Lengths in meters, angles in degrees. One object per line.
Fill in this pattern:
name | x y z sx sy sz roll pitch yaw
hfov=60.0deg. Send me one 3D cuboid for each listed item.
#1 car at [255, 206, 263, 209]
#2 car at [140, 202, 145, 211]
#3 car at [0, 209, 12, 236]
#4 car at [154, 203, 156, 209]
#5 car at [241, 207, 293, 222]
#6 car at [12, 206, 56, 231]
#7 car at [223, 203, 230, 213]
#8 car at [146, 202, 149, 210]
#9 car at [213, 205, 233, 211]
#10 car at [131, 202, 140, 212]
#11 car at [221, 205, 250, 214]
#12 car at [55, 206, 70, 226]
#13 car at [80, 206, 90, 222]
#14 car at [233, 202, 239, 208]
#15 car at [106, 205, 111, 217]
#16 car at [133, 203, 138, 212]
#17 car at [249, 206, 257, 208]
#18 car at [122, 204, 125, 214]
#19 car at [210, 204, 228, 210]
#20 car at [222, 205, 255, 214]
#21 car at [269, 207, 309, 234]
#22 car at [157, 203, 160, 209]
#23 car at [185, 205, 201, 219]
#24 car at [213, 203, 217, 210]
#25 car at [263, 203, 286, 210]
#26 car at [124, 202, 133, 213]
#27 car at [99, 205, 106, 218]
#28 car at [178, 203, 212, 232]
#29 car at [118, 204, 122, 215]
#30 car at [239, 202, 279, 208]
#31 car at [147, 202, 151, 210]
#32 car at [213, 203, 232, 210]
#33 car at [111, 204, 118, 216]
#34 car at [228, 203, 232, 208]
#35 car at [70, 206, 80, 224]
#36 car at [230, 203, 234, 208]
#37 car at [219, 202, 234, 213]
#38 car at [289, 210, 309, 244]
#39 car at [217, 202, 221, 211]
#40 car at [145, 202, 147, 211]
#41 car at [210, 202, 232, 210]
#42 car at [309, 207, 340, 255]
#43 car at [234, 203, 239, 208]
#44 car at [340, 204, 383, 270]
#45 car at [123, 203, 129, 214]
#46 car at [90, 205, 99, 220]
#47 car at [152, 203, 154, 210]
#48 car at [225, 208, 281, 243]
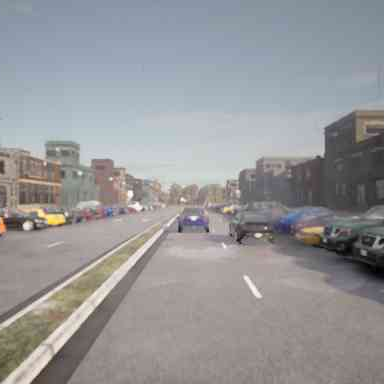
car | 7.677 2.056 25.946 4.792 1.488 2.163 0 -2 0
car | -12.710 2.972 65.369 5.566 2.045 2.435 0 -2 0
car | -12.754 1.678 18.020 4.553 1.767 2.185 0 -1 0
car | -12.649 3.973 87.574 5.008 1.535 2.097 0 -2 0
car | 7.621 2.287 34.216 4.792 1.488 2.163 0 -2 0
car | -12.779 1.962 23.695 4.892 1.521 2.231 0 -2 0
car | 7.625 2.781 50.749 4.792 1.488 2.163 0 -2 0
car | -12.634 3.531 73.693 4.792 1.488 2.163 0 -2 0
car | 7.610 3.814 81.196 4.674 1.452 2.002 0 -2 0
car | -12.720 3.007 62.553 4.553 1.767 2.185 0 -2 0
car | 7.679 3.044 59.022 4.792 1.488 2.163 0 -2 0
car | -12.952 2.036 26.474 5.366 1.575 1.946 0 -2 0
car | -12.725 2.224 31.903 4.792 1.488 2.163 0 -2 0
car | 7.620 2.292 39.731 4.553 1.767 2.185 0 -2 0
car | -12.766 2.467 40.236 4.792 1.488 2.163 0 -2 0
car | -12.692 3.079 59.679 4.674 1.452 2.002 0 -2 0
car | 7.646 2.143 28.702 4.674 1.452 2.002 0 -2 0
car | -12.716 2.730 48.570 4.674 1.452 2.002 0 -2 0
car | 7.565 4.186 92.091 4.792 1.488 2.163 0 -2 0
car | 7.840 2.922 56.268 5.366 1.575 1.946 0 -2 0
car | 7.641 1.875 20.434 5.008 1.535 2.097 0 -2 0
car | -12.621 3.909 93.138 5.566 2.045 2.435 0 -2 0
car | 0.110 2.468 41.528 1.882 1.535 5.008 0 -2 0
car | 7.608 3.037 67.298 5.566 2.045 2.435 0 -2 0
car | 7.678 1.825 23.194 4.553 1.767 2.185 0 -2 0
car | -12.713 2.864 54.127 4.892 1.521 2.231 0 -2 0
car | -12.736 2.357 37.460 4.892 1.521 2.231 0 -2 0
car | 0.107 1.848 24.105 2.097 1.767 4.553 0 -2 0
car | -12.730 2.610 45.918 4.892 1.521 2.231 0 -2 0
car | 7.678 1.929 31.466 5.566 2.045 2.435 0 -2 0
car | -12.843 3.592 76.472 5.366 1.575 1.946 0 -2 0
car | 7.577 3.742 83.828 4.553 1.767 2.185 0 -2 0
car | -12.725 2.525 43.140 5.008 1.535 2.097 0 -2 0
car | 7.650 2.623 45.274 4.674 1.452 2.002 0 -2 0
car | -12.733 1.989 29.137 4.553 1.767 2.185 0 -2 0
car | 7.681 2.528 42.482 4.792 1.488 2.163 0 -2 0
car | 7.469 2.835 53.506 5.366 1.575 1.946 0 -2 0
car | 7.459 1.731 14.923 5.366 1.575 1.946 0 -1 0
car | 7.831 3.101 61.780 5.366 1.575 1.946 0 -2 0
car | -12.641 3.437 70.916 4.792 1.488 2.163 0 -2 0
car | 7.575 3.713 86.588 5.566 2.045 2.435 0 -2 0
car | 7.616 1.423 12.177 5.566 2.045 2.435 0 -1 0
car | 7.645 2.337 36.971 5.008 1.535 2.097 0 -2 0
car | 7.615 1.366 9.420 5.566 2.045 2.435 0 -1 0
car | -12.742 2.806 51.348 4.792 1.488 2.163 0 -2 0
car | -12.754 2.274 34.681 5.008 1.535 2.097 0 -2 0
car | -12.651 3.780 81.902 5.008 1.535 2.097 0 -2 0
car | 3.105 1.835 17.962 1.837 1.490 4.892 0 -1 0
